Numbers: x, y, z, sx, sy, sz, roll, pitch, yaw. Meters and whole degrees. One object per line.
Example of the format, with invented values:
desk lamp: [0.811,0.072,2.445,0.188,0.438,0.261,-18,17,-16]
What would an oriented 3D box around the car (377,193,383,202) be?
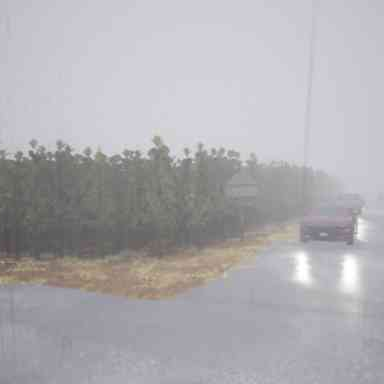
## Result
car: [28.491,0.763,49.337,1.895,1.301,4.718,-1,0,28]

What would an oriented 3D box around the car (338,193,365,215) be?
car: [11.912,0.896,25.314,2.128,1.511,4.902,-1,1,28]

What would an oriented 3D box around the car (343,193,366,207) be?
car: [18.135,0.869,36.910,2.033,1.411,5.357,-1,-1,29]

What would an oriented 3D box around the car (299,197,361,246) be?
car: [5.843,1.190,13.977,1.882,1.535,5.008,-1,1,29]
